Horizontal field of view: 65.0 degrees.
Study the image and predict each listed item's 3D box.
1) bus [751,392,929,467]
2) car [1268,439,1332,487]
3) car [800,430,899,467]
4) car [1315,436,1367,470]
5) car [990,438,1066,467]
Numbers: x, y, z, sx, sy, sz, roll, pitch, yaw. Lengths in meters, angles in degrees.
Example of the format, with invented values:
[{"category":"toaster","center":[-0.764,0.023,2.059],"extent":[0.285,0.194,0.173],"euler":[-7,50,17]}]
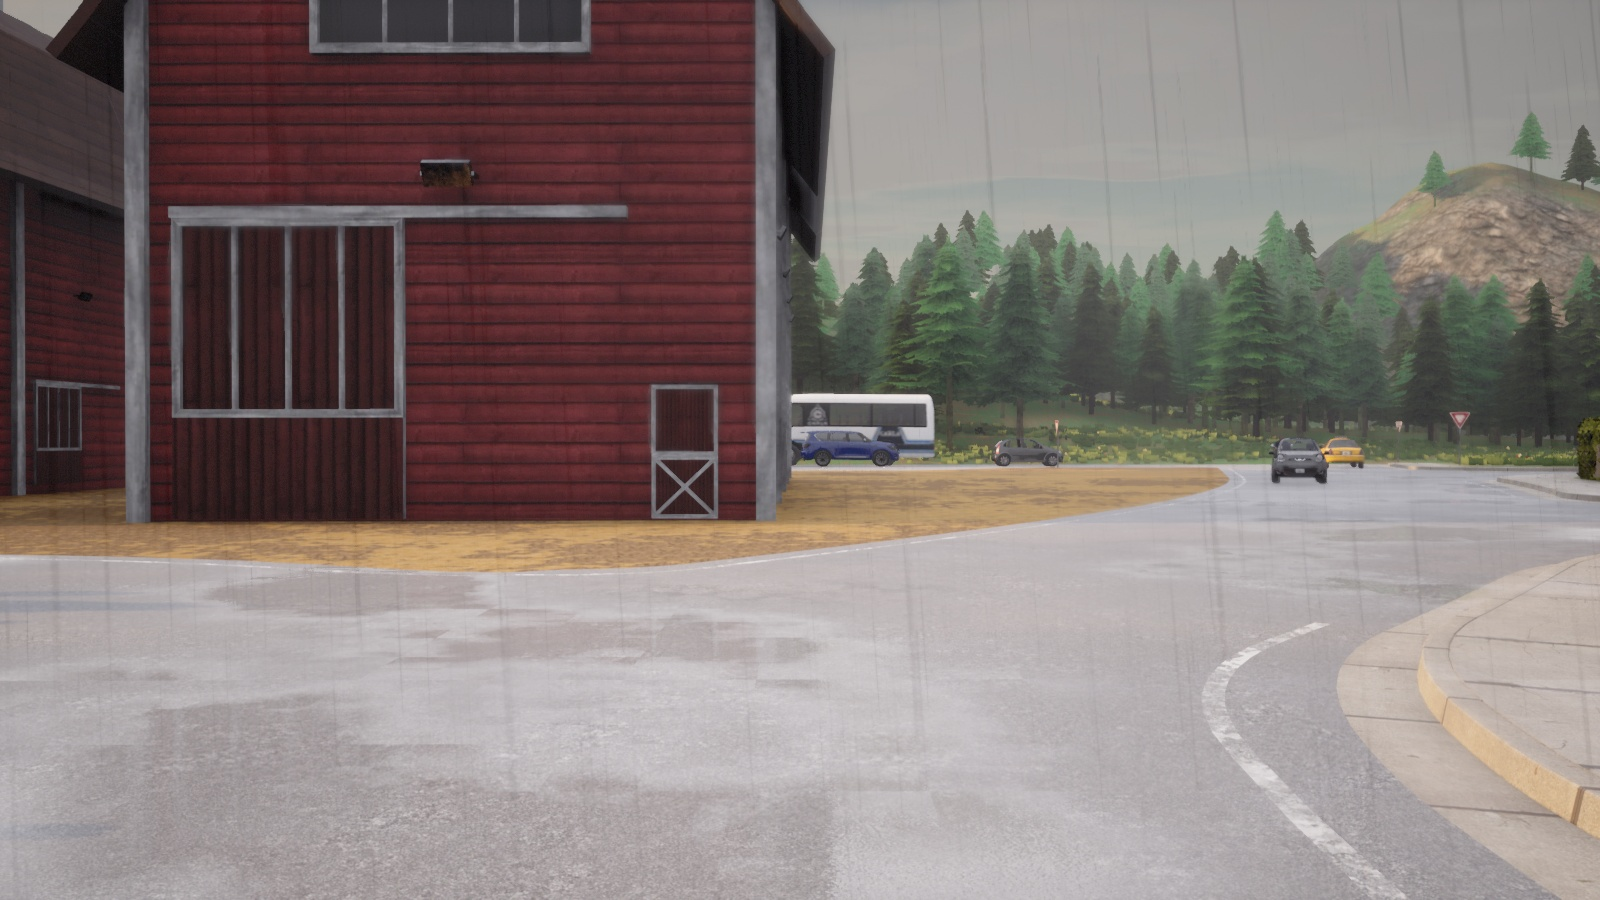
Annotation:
[{"category":"bus","center":[2.364,-1.195,74.880],"extent":[10.273,4.253,3.944],"euler":[1,0,1]},{"category":"car","center":[16.557,0.386,41.716],"extent":[1.845,1.501,3.633],"euler":[0,1,20]},{"category":"car","center":[2.792,-0.079,71.378],"extent":[5.566,2.045,2.150],"euler":[0,0,1]},{"category":"car","center":[26.656,0.123,61.973],"extent":[1.801,1.575,5.366],"euler":[0,0,17]},{"category":"car","center":[12.896,0.109,71.229],"extent":[3.988,1.617,1.851],"euler":[0,0,1]}]
